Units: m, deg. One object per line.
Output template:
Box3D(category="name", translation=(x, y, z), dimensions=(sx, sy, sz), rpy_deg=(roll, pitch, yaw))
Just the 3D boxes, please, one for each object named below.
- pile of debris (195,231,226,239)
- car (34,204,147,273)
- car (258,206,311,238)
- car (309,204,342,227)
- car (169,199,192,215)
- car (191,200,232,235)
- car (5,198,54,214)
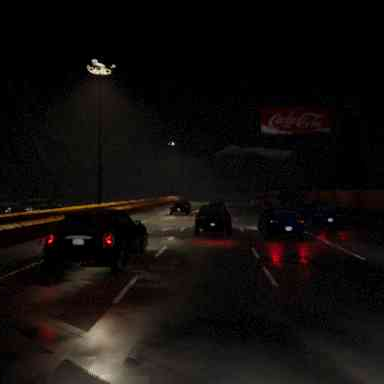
Box3D(category="pile of debris", translation=(0.949, 2.158, 16.902), dimensions=(1.500, 0.140, 1.860), rpy_deg=(0, 0, 5))
Box3D(category="car", translation=(-2.854, 1.336, 10.866), dimensions=(2.097, 1.767, 4.553), rpy_deg=(0, 0, 4))
Box3D(category="car", translation=(4.650, 1.512, 17.686), dimensions=(1.812, 1.442, 4.674), rpy_deg=(0, 0, 4))
Box3D(category="car", translation=(8.530, 1.512, 22.334), dimensions=(1.812, 1.442, 4.674), rpy_deg=(0, 0, 5))
Box3D(category="car", translation=(-1.075, 1.486, 33.879), dimensions=(1.812, 1.442, 4.674), rpy_deg=(0, 0, 5))
Box3D(category="car", translation=(1.218, 1.456, 18.797), dimensions=(1.882, 1.535, 5.008), rpy_deg=(0, 0, 5))
Box3D(category="car", translation=(-12.431, 1.307, 26.023), dimensions=(2.097, 1.767, 4.553), rpy_deg=(0, 0, 5))
